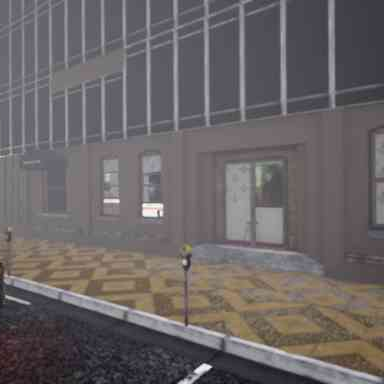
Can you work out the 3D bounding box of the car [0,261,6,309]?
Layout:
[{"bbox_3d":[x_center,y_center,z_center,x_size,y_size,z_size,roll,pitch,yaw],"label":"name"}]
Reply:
[{"bbox_3d":[-5.571,1.548,6.468,5.008,1.535,1.882,-1,0,36],"label":"car"}]
